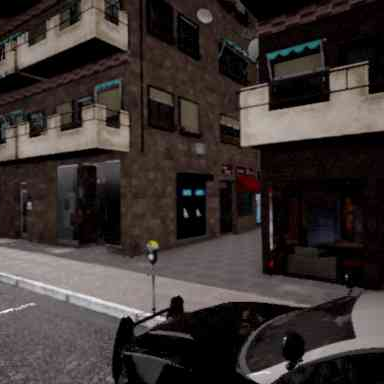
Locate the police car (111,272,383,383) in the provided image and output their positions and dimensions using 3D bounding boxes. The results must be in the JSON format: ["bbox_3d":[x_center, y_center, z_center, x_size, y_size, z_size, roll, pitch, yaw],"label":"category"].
[{"bbox_3d":[1.530,1.425,2.328,5.238,1.638,1.930,0,0,35],"label":"police car"}]
